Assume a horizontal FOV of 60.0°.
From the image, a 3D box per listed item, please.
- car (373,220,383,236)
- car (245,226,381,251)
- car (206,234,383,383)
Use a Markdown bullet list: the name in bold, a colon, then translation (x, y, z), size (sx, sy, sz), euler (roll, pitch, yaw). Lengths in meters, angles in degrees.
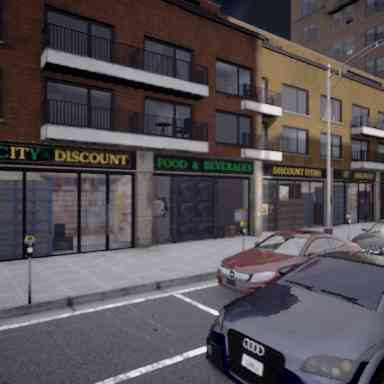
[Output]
- **car**: translation (6.997, 1.582, 11.163), size (4.403, 1.369, 2.008), euler (0, 0, -35)
- **car**: translation (2.501, 1.599, 7.963), size (4.206, 1.307, 1.802), euler (0, 0, -35)
- **car**: translation (2.235, 1.575, 4.538), size (4.181, 1.385, 1.994), euler (0, 0, -35)
